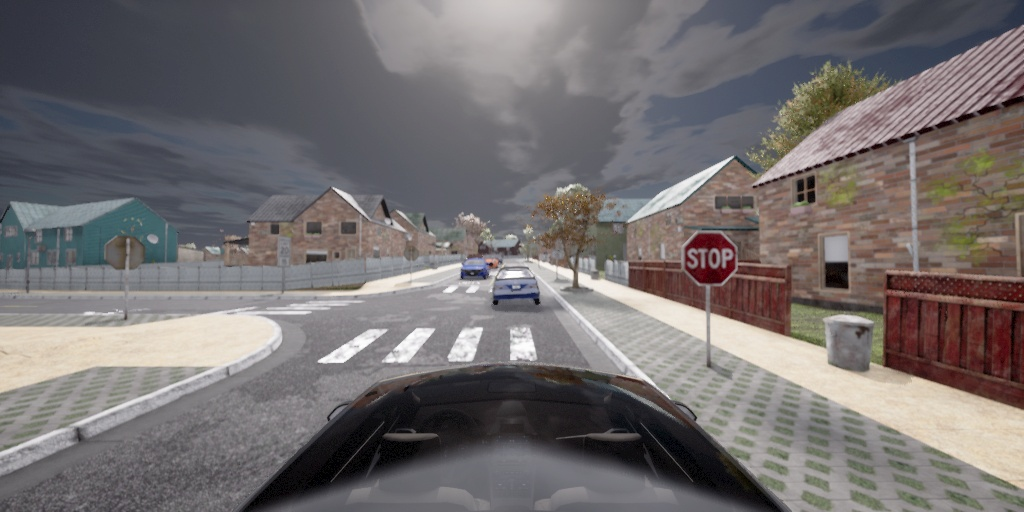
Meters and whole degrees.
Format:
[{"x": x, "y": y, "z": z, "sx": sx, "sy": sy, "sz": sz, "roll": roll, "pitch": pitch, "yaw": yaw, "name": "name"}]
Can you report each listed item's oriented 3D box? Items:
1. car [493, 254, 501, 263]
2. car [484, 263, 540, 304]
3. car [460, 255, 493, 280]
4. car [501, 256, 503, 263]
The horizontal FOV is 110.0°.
[{"x": -2.751, "y": 0.631, "z": 43.239, "sx": 2.097, "sy": 1.767, "sz": 4.553, "roll": 0, "pitch": 1, "yaw": 0, "name": "car"}, {"x": 0.126, "y": 1.151, "z": 15.241, "sx": 2.033, "sy": 1.411, "sz": 5.357, "roll": -3, "pitch": 0, "yaw": 0, "name": "car"}, {"x": -2.793, "y": 0.918, "z": 27.630, "sx": 1.882, "sy": 1.535, "sz": 5.008, "roll": 0, "pitch": 1, "yaw": 0, "name": "car"}, {"x": -2.622, "y": 0.475, "z": 61.390, "sx": 2.097, "sy": 1.767, "sz": 4.553, "roll": 0, "pitch": 1, "yaw": 0, "name": "car"}]
